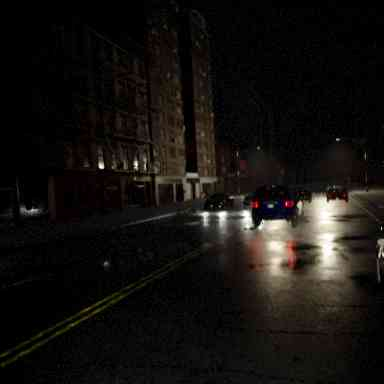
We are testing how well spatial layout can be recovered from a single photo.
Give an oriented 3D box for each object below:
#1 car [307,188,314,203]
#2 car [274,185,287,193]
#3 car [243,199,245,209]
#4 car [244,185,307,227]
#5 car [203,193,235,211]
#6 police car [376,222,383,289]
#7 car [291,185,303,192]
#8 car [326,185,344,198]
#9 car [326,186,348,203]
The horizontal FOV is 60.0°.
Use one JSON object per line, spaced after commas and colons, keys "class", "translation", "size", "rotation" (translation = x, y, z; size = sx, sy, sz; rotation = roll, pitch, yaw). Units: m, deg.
{"class": "car", "translation": [11.224, 0.313, 33.893], "size": [1.837, 1.490, 4.892], "rotation": [-3, 1, 22]}
{"class": "car", "translation": [18.225, -0.658, 68.432], "size": [1.837, 1.490, 4.892], "rotation": [-3, 1, 22]}
{"class": "car", "translation": [5.913, 0.659, 30.014], "size": [2.128, 1.511, 4.902], "rotation": [-3, 1, 22]}
{"class": "car", "translation": [4.724, 0.654, 18.054], "size": [2.150, 2.045, 5.566], "rotation": [-3, 1, 22]}
{"class": "car", "translation": [2.544, 0.853, 30.353], "size": [1.837, 1.490, 4.892], "rotation": [-3, 1, 22]}
{"class": "police car", "translation": [4.006, 1.115, 4.942], "size": [1.930, 1.638, 5.238], "rotation": [-3, 1, 22]}
{"class": "car", "translation": [21.535, -0.760, 67.942], "size": [1.895, 1.301, 4.718], "rotation": [-3, 1, 22]}
{"class": "car", "translation": [17.763, -0.077, 41.447], "size": [1.895, 1.301, 4.718], "rotation": [-3, 1, 23]}
{"class": "car", "translation": [14.016, 0.285, 32.202], "size": [1.895, 1.301, 4.718], "rotation": [-3, 1, 23]}
